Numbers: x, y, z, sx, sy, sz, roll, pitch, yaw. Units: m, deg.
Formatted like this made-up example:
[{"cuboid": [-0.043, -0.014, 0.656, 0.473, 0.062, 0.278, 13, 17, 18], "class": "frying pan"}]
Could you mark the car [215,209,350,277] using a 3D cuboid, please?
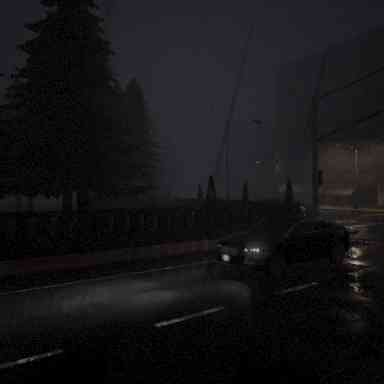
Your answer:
[{"cuboid": [2.918, 1.491, 10.284, 4.902, 1.511, 2.128, 0, 0, -35], "class": "car"}]

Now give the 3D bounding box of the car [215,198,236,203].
[{"cuboid": [3.216, 1.492, 43.083, 2.033, 1.411, 5.357, 0, 0, -20], "class": "car"}]

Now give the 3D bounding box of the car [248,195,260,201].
[{"cuboid": [8.113, 1.422, 33.953, 1.882, 1.535, 5.008, 0, 0, -32], "class": "car"}]

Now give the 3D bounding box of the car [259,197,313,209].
[{"cuboid": [8.150, 1.297, 27.497, 2.097, 1.767, 4.553, 0, 0, -33], "class": "car"}]

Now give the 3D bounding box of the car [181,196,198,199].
[{"cuboid": [-0.573, 1.492, 43.532, 2.033, 1.411, 5.357, 0, 0, -18], "class": "car"}]

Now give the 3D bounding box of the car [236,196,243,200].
[{"cuboid": [10.077, 1.492, 68.480, 2.033, 1.411, 5.357, 0, 0, 20], "class": "car"}]

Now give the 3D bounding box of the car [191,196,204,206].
[{"cuboid": [0.918, 1.435, 56.554, 2.128, 1.511, 4.902, 0, 0, 1], "class": "car"}]

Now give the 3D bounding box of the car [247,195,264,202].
[{"cuboid": [14.868, 1.469, 77.593, 1.812, 1.442, 4.674, 0, 0, 40], "class": "car"}]

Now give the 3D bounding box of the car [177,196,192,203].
[{"cuboid": [-1.442, 1.475, 67.643, 1.812, 1.442, 4.674, 0, 0, 14], "class": "car"}]
